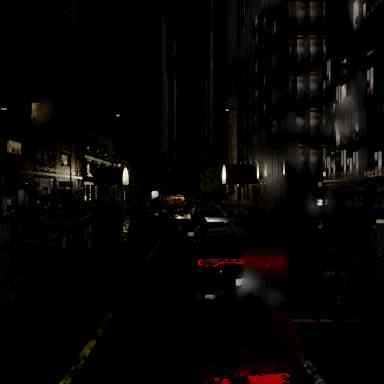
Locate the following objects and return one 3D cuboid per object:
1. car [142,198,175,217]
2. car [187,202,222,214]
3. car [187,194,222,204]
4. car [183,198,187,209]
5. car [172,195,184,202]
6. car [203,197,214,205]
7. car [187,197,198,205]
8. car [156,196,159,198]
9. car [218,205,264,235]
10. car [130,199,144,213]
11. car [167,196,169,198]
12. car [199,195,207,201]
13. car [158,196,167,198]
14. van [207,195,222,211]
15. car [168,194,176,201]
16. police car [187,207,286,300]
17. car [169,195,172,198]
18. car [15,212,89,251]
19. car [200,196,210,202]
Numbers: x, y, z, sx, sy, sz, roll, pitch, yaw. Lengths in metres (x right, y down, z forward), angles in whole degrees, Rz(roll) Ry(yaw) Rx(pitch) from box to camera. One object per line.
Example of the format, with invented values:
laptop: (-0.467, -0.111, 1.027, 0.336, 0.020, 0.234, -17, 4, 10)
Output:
car: (-3.040, 1.550, 31.399, 2.033, 1.411, 5.357, 0, 0, 0)
car: (0.813, 1.504, 18.467, 1.837, 1.490, 4.892, 0, 0, 0)
car: (0.948, 1.226, 24.496, 2.150, 2.045, 5.566, 0, 0, 0)
car: (0.106, 1.515, 45.725, 1.837, 1.490, 4.892, 0, 0, 0)
car: (-2.855, 1.382, 74.598, 2.097, 1.767, 4.553, 0, 0, 0)
car: (2.800, 1.544, 58.284, 1.752, 1.417, 4.829, 0, 0, 0)
car: (0.115, 1.583, 58.914, 1.994, 1.385, 4.181, 0, 0, 0)
car: (-5.613, 1.552, 41.555, 1.887, 1.381, 4.507, 0, 0, 0)
car: (2.724, 1.551, 19.445, 2.008, 1.369, 4.403, 0, 0, 0)
car: (-5.624, 1.555, 36.031, 2.008, 1.369, 4.403, 0, 0, 0)
car: (-5.581, 1.459, 58.127, 1.967, 1.590, 4.097, 0, 0, 0)
car: (2.854, 1.566, 85.905, 1.752, 1.417, 4.829, 0, 0, 0)
car: (-5.591, 1.581, 52.603, 1.947, 1.339, 4.313, 0, 0, 0)
van: (2.765, 1.349, 41.542, 1.690, 1.788, 3.998, 0, 0, 0)
car: (-5.516, 1.485, 91.272, 1.967, 1.590, 4.097, 0, 0, 0)
police car: (0.916, 1.425, 8.577, 1.930, 1.638, 5.238, 0, 0, 0)
car: (-5.548, 1.613, 74.700, 1.802, 1.307, 4.206, 0, 0, 0)
car: (-5.667, 1.550, 13.935, 2.008, 1.369, 4.403, 0, 0, 0)
car: (2.832, 1.582, 74.687, 2.008, 1.369, 4.403, 0, 0, 0)
